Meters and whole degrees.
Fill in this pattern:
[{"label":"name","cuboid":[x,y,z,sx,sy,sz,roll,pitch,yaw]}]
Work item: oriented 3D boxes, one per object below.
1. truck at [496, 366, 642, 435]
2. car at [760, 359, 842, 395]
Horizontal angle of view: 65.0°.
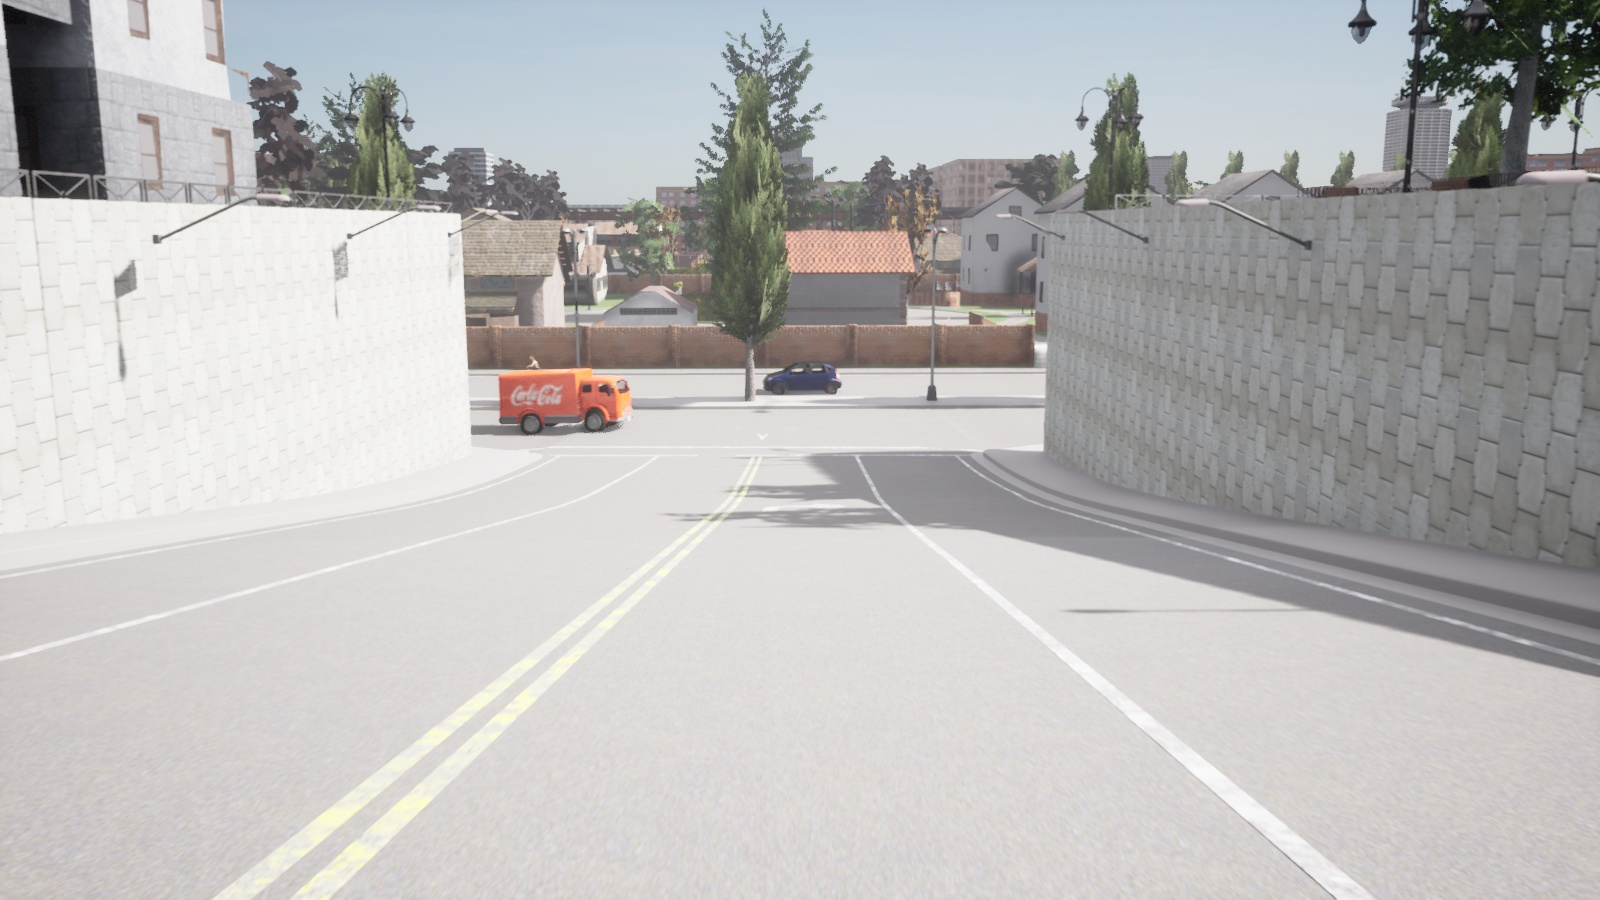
[{"label":"truck","cuboid":[-9.487,-2.071,51.880,5.204,2.467,2.627,-1,8,11]},{"label":"car","cuboid":[0.035,-3.743,64.060,3.988,1.617,1.851,-1,10,-5]}]
